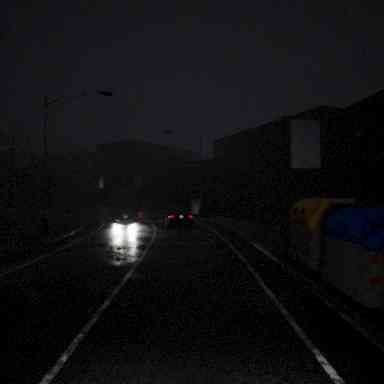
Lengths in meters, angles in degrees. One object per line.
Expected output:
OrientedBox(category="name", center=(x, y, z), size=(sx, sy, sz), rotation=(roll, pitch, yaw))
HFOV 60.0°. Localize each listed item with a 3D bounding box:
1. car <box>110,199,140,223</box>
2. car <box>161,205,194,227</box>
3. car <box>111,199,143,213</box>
OrientedBox(category="car", center=(-5.599, 1.585, 27.004), size=(2.128, 1.511, 4.902), rotation=(0, 0, -16))
OrientedBox(category="car", center=(-1.099, 1.647, 23.715), size=(2.033, 1.411, 5.357), rotation=(0, 0, -10))
OrientedBox(category="car", center=(-8.054, 1.640, 41.009), size=(2.128, 1.511, 4.902), rotation=(1, -1, -33))
